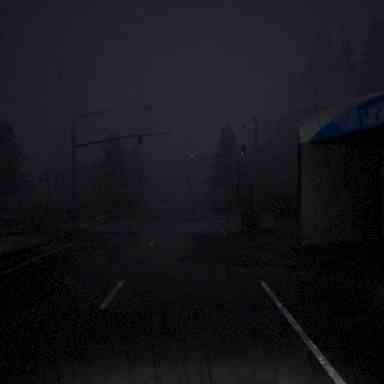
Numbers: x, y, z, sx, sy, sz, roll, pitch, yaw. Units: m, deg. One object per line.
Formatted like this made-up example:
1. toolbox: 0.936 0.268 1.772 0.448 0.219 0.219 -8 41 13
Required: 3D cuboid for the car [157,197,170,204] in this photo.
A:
1. car: -5.662 1.622 65.711 2.033 1.411 5.357 0 0 -14
